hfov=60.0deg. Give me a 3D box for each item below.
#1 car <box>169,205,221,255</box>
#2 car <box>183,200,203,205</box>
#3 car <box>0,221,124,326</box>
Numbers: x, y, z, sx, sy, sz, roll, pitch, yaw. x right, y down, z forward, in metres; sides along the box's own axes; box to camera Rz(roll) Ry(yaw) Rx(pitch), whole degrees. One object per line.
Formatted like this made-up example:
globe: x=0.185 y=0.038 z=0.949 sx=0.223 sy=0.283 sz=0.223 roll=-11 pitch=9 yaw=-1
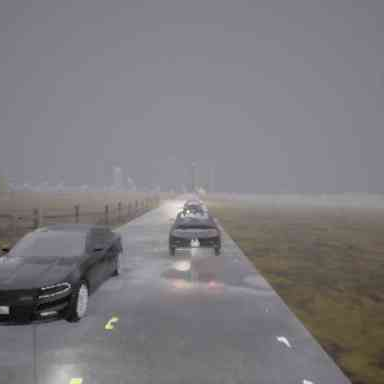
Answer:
car: x=0.102 y=1.495 z=13.382 sx=2.128 sy=1.511 sz=4.902 roll=0 pitch=0 yaw=0
car: x=0.105 y=1.476 z=31.445 sx=1.812 sy=1.442 sz=4.674 roll=0 pitch=0 yaw=0
car: x=-2.847 y=1.484 z=7.455 sx=1.882 sy=1.535 sz=5.008 roll=0 pitch=0 yaw=0
